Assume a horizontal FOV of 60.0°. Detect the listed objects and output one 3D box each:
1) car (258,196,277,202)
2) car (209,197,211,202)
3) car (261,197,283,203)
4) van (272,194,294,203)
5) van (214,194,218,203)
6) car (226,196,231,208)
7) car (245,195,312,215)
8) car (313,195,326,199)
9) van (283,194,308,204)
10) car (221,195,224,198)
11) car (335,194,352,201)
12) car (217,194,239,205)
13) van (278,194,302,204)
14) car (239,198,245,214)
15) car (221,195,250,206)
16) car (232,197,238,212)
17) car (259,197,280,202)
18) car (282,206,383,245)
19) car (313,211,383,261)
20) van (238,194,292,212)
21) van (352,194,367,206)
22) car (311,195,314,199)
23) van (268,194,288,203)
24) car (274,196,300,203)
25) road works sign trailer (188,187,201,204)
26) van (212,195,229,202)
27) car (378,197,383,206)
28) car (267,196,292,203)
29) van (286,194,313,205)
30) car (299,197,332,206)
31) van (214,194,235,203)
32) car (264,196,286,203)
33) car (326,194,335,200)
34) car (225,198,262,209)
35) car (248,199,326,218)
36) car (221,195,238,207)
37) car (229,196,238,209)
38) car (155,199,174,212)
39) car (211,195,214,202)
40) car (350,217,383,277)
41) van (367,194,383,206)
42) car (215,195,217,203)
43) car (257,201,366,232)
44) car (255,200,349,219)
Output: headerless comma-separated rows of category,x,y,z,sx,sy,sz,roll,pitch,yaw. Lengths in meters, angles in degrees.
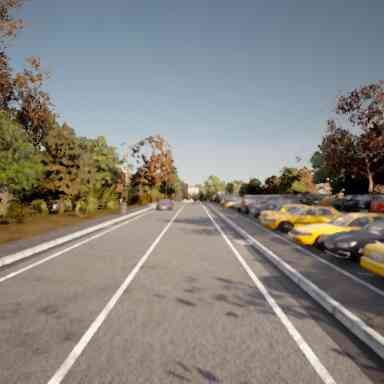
car,20.593,1.924,91.021,4.553,1.767,2.185,0,-1,0
car,7.507,1.951,85.771,5.008,1.535,2.097,0,-1,0
car,20.574,1.940,85.478,5.008,1.535,2.097,0,-1,0
van,20.372,1.496,74.406,4.442,1.987,1.878,0,-1,0
van,7.226,1.402,66.363,4.442,1.987,1.878,0,0,0
car,7.110,1.567,41.377,4.792,1.488,2.163,0,0,0
car,7.058,1.365,27.499,4.553,1.767,2.185,0,0,0
car,20.258,1.550,46.720,5.008,1.535,2.097,0,0,0
van,20.538,1.395,66.110,4.442,1.987,1.878,0,0,0
car,7.201,1.569,49.705,4.892,1.521,2.231,0,0,0
car,20.167,1.269,38.410,5.566,2.045,2.435,0,0,0
car,7.044,1.575,52.482,5.366,1.575,1.946,0,0,0
van,20.328,1.405,69.015,4.442,1.987,1.878,0,-1,0
car,7.079,1.527,30.271,4.792,1.488,2.163,0,0,0
car,7.221,1.462,55.258,4.553,1.767,2.185,0,0,0
car,7.065,1.547,35.825,4.792,1.488,2.163,0,0,0
car,20.597,1.997,88.373,5.008,1.535,2.097,0,-1,0
car,6.728,1.520,13.628,5.366,1.575,1.946,0,0,0
car,6.897,1.538,10.851,4.892,1.521,2.231,0,0,0
van,7.188,1.282,33.048,4.442,1.987,1.878,0,0,0
van,20.056,1.285,35.641,4.442,1.987,1.878,0,0,0
car,20.290,1.601,49.615,4.674,1.452,2.002,0,0,0
van,20.651,1.605,79.942,4.442,1.987,1.878,0,-1,0
car,20.471,1.667,71.631,5.008,1.535,2.097,0,-1,0
road works sign trailer,0.287,0.684,69.533,2.380,3.560,2.880,0,-1,-1
van,7.640,1.780,88.550,4.442,1.987,1.878,0,-1,0
car,20.133,1.490,30.099,5.008,1.535,2.097,0,0,0
car,20.327,1.774,77.170,5.366,1.575,1.946,0,-1,0
van,20.516,1.385,63.466,4.442,1.987,1.878,0,0,0
car,20.329,1.621,55.029,4.674,1.452,2.002,0,0,0
van,7.294,1.506,74.674,4.442,1.987,1.878,0,-1,0
car,20.550,1.887,82.708,4.892,1.521,2.231,0,-1,0
car,20.190,1.279,41.180,5.566,2.045,2.435,0,0,0
car,7.191,1.559,46.929,4.892,1.521,2.231,0,0,0
car,6.998,1.487,24.719,4.892,1.521,2.231,0,0,0
car,6.977,1.545,44.154,5.366,1.575,1.946,0,0,0
car,7.088,1.557,38.601,4.792,1.488,2.163,0,0,0
car,-3.223,1.566,40.283,1.812,1.442,4.674,0,0,0
car,7.394,1.387,69.138,5.566,2.045,2.435,0,0,0
car,7.054,1.548,8.073,5.366,1.575,1.946,0,0,0
van,20.267,1.274,32.869,4.442,1.987,1.878,0,0,0
car,7.292,1.608,60.809,5.008,1.535,2.097,0,0,0
car,6.774,1.493,19.301,5.366,1.575,1.946,0,0,0
car,7.167,1.485,21.950,5.366,1.575,1.946,0,0,0
